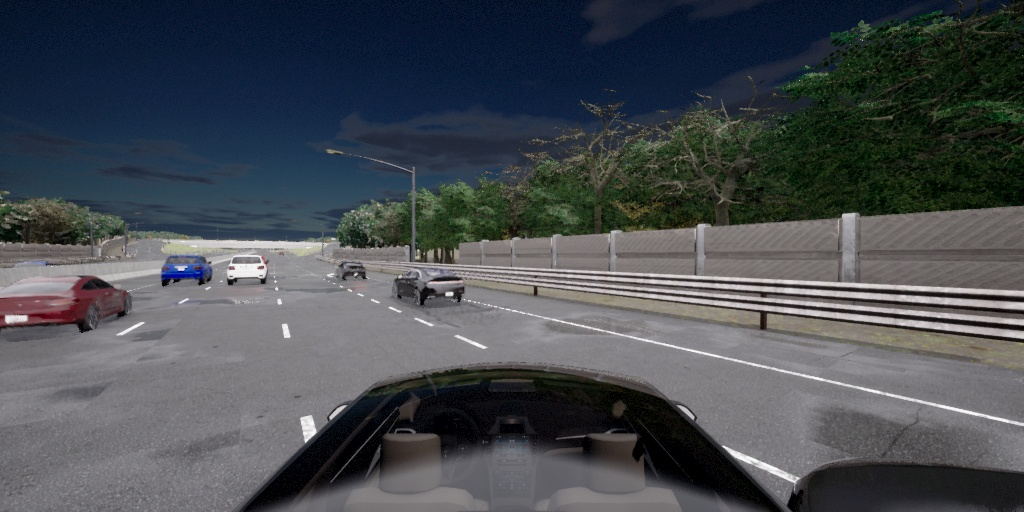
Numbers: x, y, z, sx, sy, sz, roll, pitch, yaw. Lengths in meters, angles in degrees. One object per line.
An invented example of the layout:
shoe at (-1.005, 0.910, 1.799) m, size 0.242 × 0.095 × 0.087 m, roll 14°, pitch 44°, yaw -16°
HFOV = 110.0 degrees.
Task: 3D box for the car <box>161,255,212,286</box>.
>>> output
car at (-23.015, 0.955, 25.523) m, size 2.150 × 2.045 × 5.566 m, roll 0°, pitch 0°, yaw -34°

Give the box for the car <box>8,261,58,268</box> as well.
car at (-37.762, 1.198, 28.306) m, size 1.882 × 1.535 × 5.008 m, roll 0°, pitch 0°, yaw -34°

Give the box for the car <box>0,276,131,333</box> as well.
car at (-12.620, 1.272, 10.111) m, size 1.812 × 1.442 × 4.674 m, roll 0°, pitch 0°, yaw -34°

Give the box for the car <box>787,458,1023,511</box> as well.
car at (2.985, 1.315, 0.538) m, size 4.181 × 1.385 × 1.994 m, roll 0°, pitch 0°, yaw 34°

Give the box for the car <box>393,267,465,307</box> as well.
car at (-3.769, 1.239, 15.767) m, size 2.128 × 1.511 × 4.902 m, roll 0°, pitch 0°, yaw -34°

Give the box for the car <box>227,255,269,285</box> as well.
car at (-19.264, 0.957, 26.218) m, size 2.150 × 2.045 × 5.566 m, roll 0°, pitch 0°, yaw -34°

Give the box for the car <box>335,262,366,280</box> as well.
car at (-13.854, 1.239, 30.716) m, size 1.837 × 1.490 × 4.892 m, roll 0°, pitch 0°, yaw -34°
